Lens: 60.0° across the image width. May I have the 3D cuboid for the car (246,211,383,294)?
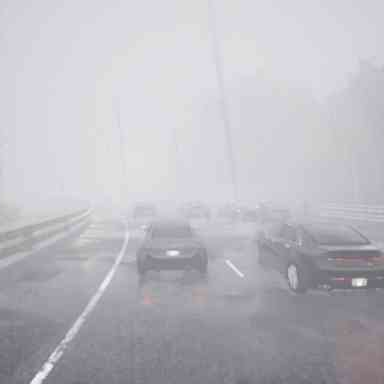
[{"bbox_3d":[3.010,1.484,8.804,1.837,1.490,4.892,0,0,-5],"label":"car"}]

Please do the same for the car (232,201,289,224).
[{"bbox_3d":[4.706,1.450,22.008,2.128,1.511,4.902,0,0,-13],"label":"car"}]

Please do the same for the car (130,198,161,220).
[{"bbox_3d":[-4.252,1.466,28.659,1.882,1.535,5.008,0,0,-16],"label":"car"}]

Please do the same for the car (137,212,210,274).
[{"bbox_3d":[-0.683,1.555,10.621,1.994,1.385,4.181,0,0,-6],"label":"car"}]

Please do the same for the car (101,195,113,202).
[{"bbox_3d":[-19.577,1.357,76.290,2.097,1.767,4.553,0,0,-24],"label":"car"}]

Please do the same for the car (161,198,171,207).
[{"bbox_3d":[-4.597,1.535,48.634,1.994,1.385,4.181,0,0,-26],"label":"car"}]

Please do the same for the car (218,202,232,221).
[{"bbox_3d":[3.537,1.486,26.746,1.812,1.442,4.674,0,0,-13],"label":"car"}]

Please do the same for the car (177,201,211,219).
[{"bbox_3d":[0.061,1.465,26.280,2.128,1.511,4.902,0,0,-14],"label":"car"}]
